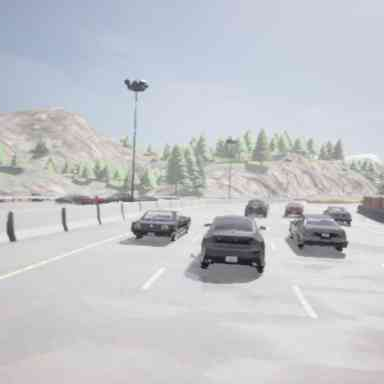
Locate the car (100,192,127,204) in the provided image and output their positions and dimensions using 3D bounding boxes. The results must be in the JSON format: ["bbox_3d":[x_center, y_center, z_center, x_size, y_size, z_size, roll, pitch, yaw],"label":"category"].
[{"bbox_3d":[-9.102,0.769,42.238,1.837,1.490,4.892,2,0,19],"label":"car"}]

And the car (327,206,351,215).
[{"bbox_3d":[12.355,1.949,28.461,2.033,1.411,5.357,2,0,16],"label":"car"}]

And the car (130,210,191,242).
[{"bbox_3d":[-1.300,1.512,16.174,1.895,1.301,4.718,2,0,10],"label":"car"}]

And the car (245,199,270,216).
[{"bbox_3d":[6.605,1.523,33.352,2.097,1.767,4.553,2,0,17],"label":"car"}]

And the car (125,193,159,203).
[{"bbox_3d":[-5.800,1.162,41.115,1.882,1.535,5.008,2,0,19],"label":"car"}]

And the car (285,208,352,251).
[{"bbox_3d":[5.622,1.724,15.302,2.033,1.411,5.357,2,0,11],"label":"car"}]

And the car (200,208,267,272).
[{"bbox_3d":[1.412,1.531,11.154,1.837,1.490,4.892,2,0,8],"label":"car"}]

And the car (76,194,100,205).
[{"bbox_3d":[-12.440,1.065,43.334,1.895,1.301,4.718,2,0,19],"label":"car"}]

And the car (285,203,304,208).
[{"bbox_3d":[10.752,1.851,34.921,1.812,1.442,4.674,2,0,18],"label":"car"}]

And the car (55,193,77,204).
[{"bbox_3d":[-15.742,0.909,44.486,2.033,1.411,5.357,2,0,19],"label":"car"}]
